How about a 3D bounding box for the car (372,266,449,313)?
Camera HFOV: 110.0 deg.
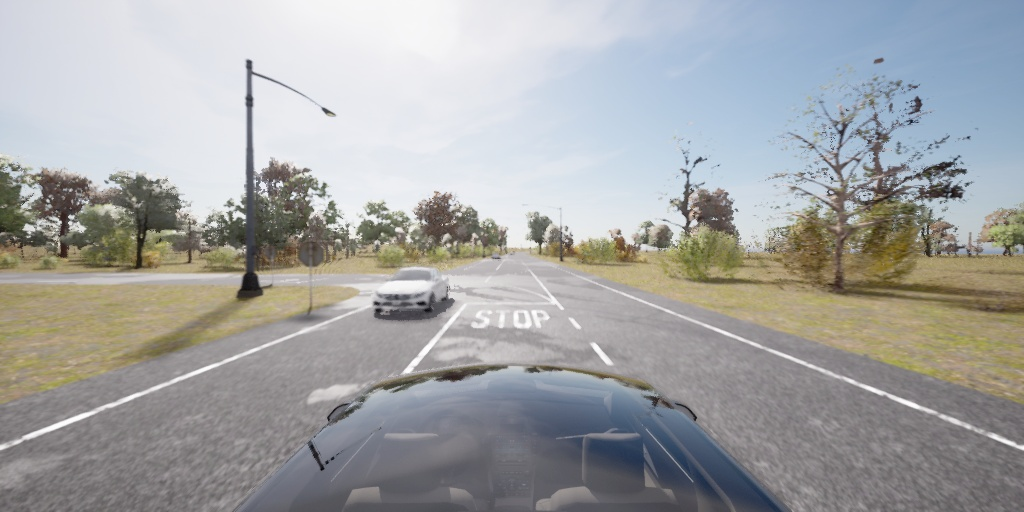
[{"bbox_3d":[-3.500,1.120,13.218,1.812,1.442,4.674,0,1,0],"label":"car"}]
